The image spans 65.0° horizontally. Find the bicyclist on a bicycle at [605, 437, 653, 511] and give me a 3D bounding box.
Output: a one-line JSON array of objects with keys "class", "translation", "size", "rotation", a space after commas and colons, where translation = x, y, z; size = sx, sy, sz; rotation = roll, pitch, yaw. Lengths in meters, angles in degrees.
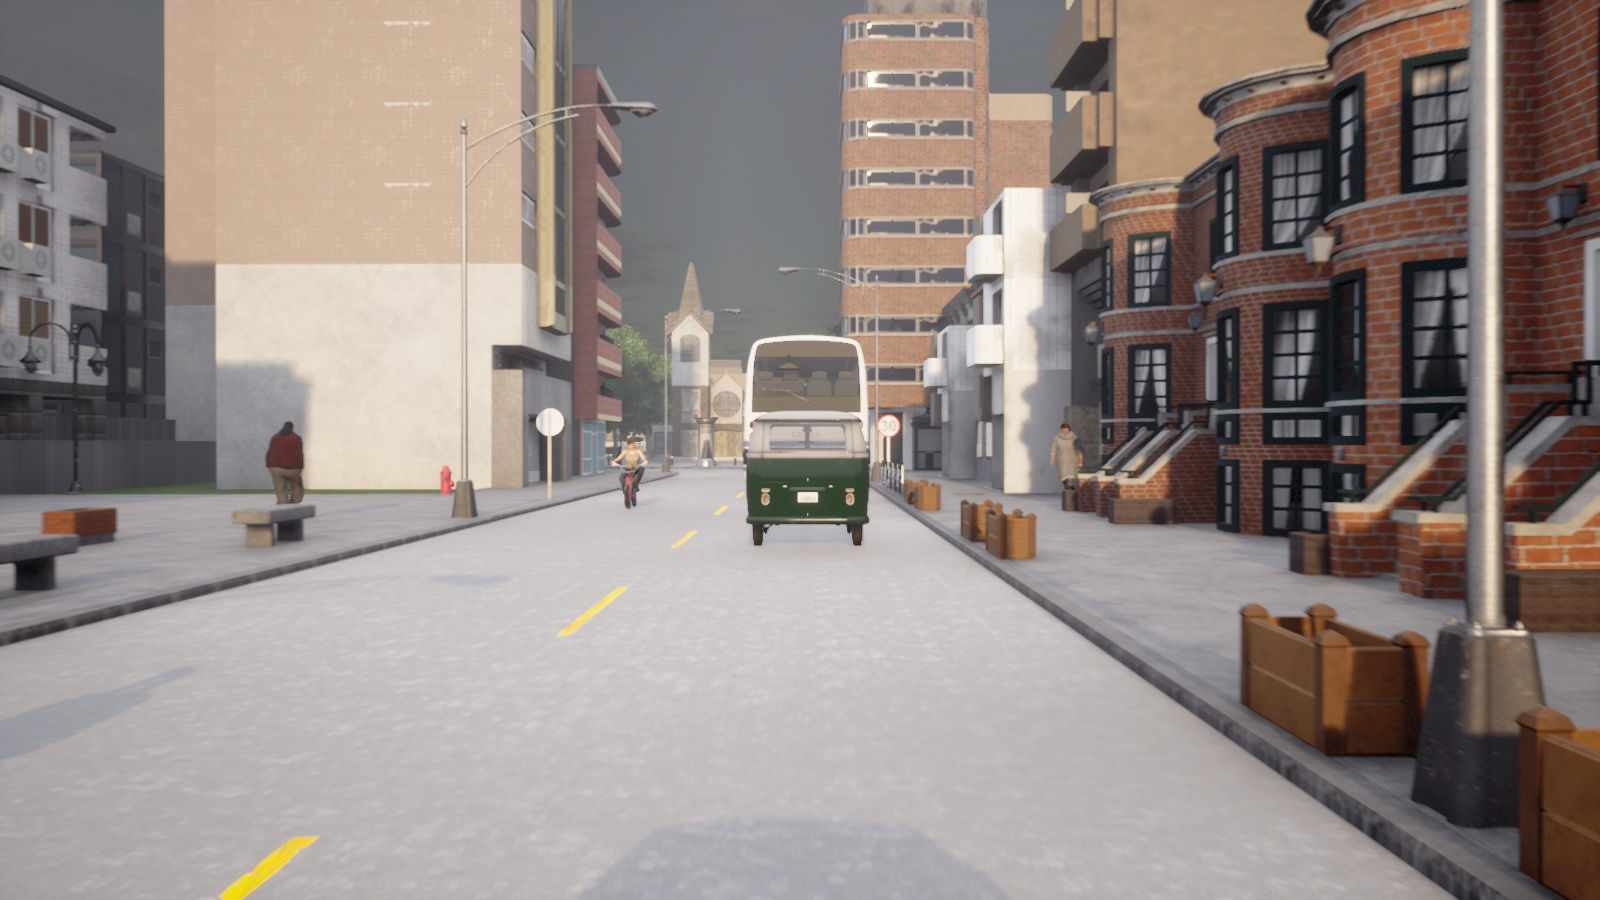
[{"class": "bicyclist on a bicycle", "translation": [-3.849, 0.521, 28.330], "size": [0.866, 1.612, 1.509], "rotation": [0, 0, 0]}]

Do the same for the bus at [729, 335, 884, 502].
[{"class": "bus", "translation": [0.187, -0.838, 37.170], "size": [3.944, 4.253, 10.273], "rotation": [0, 0, 0]}]

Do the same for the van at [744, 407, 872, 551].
[{"class": "van", "translation": [0.117, 0.389, 19.607], "size": [1.775, 1.987, 4.442], "rotation": [0, 0, 0]}]

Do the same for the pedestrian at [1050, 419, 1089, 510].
[{"class": "pedestrian", "translation": [5.882, 0.307, 27.423], "size": [0.659, 1.952, 0.873], "rotation": [0, 0, 25]}]

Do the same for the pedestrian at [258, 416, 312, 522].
[{"class": "pedestrian", "translation": [-9.133, 0.324, 22.296], "size": [0.634, 1.844, 0.899], "rotation": [0, 0, -5]}]
